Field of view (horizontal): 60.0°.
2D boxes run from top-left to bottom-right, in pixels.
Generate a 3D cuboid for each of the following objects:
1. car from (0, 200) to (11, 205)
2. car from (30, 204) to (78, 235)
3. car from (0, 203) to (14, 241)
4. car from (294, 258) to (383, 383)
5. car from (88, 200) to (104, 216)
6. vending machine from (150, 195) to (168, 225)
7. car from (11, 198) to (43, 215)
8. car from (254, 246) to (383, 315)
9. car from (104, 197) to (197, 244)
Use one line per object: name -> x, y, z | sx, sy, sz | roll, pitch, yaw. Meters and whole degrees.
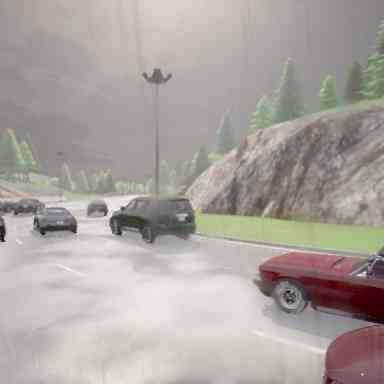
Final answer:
car -> -20.885, 1.590, 37.200 | 2.128, 1.511, 4.902 | 0, 0, -9
car -> -8.077, 1.617, 19.559 | 1.994, 1.385, 4.181 | 0, 0, -30
car -> -10.196, 1.536, 16.258 | 2.128, 1.511, 4.902 | 0, 0, -32
car -> 3.235, 1.531, 1.932 | 4.674, 1.442, 1.812 | 0, 0, 35
car -> -9.694, 1.596, 34.523 | 1.837, 1.490, 4.892 | 0, 0, -12
vending machine -> -2.388, 1.259, 24.162 | 1.100, 2.100, 0.880 | 0, 0, -27
car -> -16.782, 1.447, 34.716 | 2.097, 1.767, 4.553 | 0, 0, -11
car -> 3.557, 1.616, 5.912 | 4.718, 1.301, 1.895 | 0, 0, 37
car -> -2.061, 1.265, 16.444 | 2.150, 2.045, 5.566 | 0, 0, -37
